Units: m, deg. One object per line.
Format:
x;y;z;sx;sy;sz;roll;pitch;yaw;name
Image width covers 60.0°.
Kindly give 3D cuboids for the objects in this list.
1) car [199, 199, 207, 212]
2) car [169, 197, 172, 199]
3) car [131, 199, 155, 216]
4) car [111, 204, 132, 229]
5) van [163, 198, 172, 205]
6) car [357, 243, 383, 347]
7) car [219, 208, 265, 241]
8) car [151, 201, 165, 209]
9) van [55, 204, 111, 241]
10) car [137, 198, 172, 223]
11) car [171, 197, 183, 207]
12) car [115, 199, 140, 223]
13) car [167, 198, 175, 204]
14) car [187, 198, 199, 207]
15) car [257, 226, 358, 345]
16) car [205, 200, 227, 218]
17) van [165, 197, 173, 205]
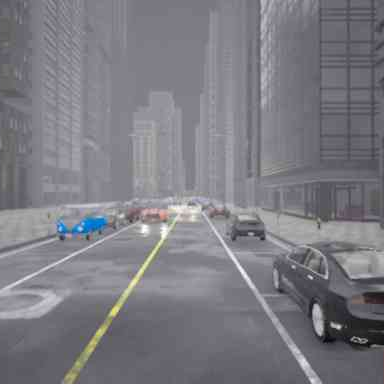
2.322;2.075;48.278;1.812;1.442;4.674;0;-1;0;car
-5.807;2.334;68.444;2.008;1.369;4.403;0;-1;0;car
-5.791;1.772;40.245;2.192;1.841;5.009;0;-1;0;car
-5.780;1.813;23.321;2.008;1.369;4.403;0;-1;0;car
-5.815;2.254;79.727;1.690;1.788;3.998;0;-1;0;van
2.758;1.325;0.775;2.192;1.841;5.009;0;-1;0;car
2.749;1.748;17.692;2.008;1.369;4.403;0;-1;0;car
-5.800;2.218;57.163;1.947;1.339;4.313;0;-1;0;car
-5.777;1.539;17.683;1.690;1.788;3.998;0;-1;0;van
-3.115;1.676;28.789;2.097;1.767;4.553;0;-1;0;car
-3.042;2.293;69.788;1.837;1.490;4.892;0;-1;0;car
-5.784;1.641;28.964;2.192;1.841;5.009;0;-1;0;car
-5.822;2.483;91.007;1.967;1.590;4.097;0;-1;0;car
-0.040;2.358;66.197;1.895;1.301;4.718;0;-1;0;car
2.756;1.622;6.412;2.008;1.369;4.403;0;-1;0;car
2.738;1.831;34.613;1.967;1.590;4.097;0;-1;0;car
-5.819;2.319;85.367;1.690;1.788;3.998;0;-1;0;van
